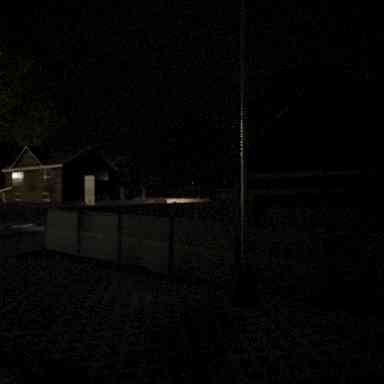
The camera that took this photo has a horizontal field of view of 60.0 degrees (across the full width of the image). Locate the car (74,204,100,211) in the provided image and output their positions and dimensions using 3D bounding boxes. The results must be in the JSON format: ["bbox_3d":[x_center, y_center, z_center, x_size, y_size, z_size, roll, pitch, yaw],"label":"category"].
[{"bbox_3d":[-7.864,1.607,24.145,1.812,1.442,4.674,-1,0,36],"label":"car"}]
